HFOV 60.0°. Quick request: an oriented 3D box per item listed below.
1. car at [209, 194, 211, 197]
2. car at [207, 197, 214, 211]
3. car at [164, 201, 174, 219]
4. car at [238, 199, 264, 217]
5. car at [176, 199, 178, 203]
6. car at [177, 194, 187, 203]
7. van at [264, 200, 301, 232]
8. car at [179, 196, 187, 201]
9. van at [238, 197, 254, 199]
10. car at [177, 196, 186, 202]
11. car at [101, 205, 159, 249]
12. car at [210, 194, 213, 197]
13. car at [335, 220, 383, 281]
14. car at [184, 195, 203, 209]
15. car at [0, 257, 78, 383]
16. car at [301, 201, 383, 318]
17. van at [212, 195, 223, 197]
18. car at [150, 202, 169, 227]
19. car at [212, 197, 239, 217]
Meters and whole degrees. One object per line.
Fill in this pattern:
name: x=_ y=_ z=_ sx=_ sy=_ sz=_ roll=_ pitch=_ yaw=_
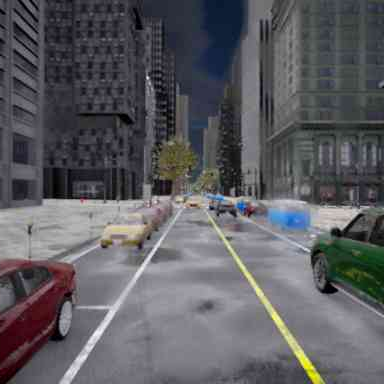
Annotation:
car: x=6.087 y=1.718 z=85.709 sx=1.887 sy=1.381 sz=4.507 roll=0 pitch=0 yaw=0
car: x=3.162 y=1.635 z=41.852 sx=1.994 sy=1.385 sz=4.181 roll=0 pitch=0 yaw=1
car: x=-2.684 y=1.568 z=25.900 sx=1.887 sy=1.381 sz=4.507 roll=0 pitch=0 yaw=0
car: x=5.891 y=1.611 z=31.374 sx=1.887 sy=1.381 sz=4.507 roll=0 pitch=0 yaw=0
car: x=-2.664 y=1.575 z=31.425 sx=1.887 sy=1.381 sz=4.507 roll=0 pitch=0 yaw=0
car: x=-2.507 y=1.626 z=69.348 sx=1.752 sy=1.417 sz=4.829 roll=0 pitch=0 yaw=0
van: x=5.848 y=1.392 z=20.325 sx=1.690 sy=1.788 sz=3.998 roll=0 pitch=0 yaw=0
car: x=-2.419 y=1.701 z=90.676 sx=2.008 sy=1.369 sz=4.403 roll=0 pitch=0 yaw=0
van: x=5.914 y=1.416 z=36.899 sx=1.690 sy=1.788 sz=3.998 roll=0 pitch=0 yaw=0
car: x=-2.460 y=1.669 z=80.098 sx=1.887 sy=1.381 sz=4.507 roll=0 pitch=0 yaw=0
car: x=-2.725 y=1.533 z=14.679 sx=1.752 sy=1.417 sz=4.829 roll=0 pitch=0 yaw=0
car: x=6.066 y=1.726 z=80.296 sx=1.947 sy=1.339 sz=4.313 roll=0 pitch=0 yaw=0
car: x=5.801 y=1.618 z=9.274 sx=1.802 sy=1.307 sz=4.206 roll=0 pitch=0 yaw=0
car: x=0.173 y=1.545 z=47.021 sx=1.882 sy=1.535 sz=5.008 roll=0 pitch=0 yaw=0
car: x=-2.765 y=1.538 z=3.798 sx=1.887 sy=1.381 sz=4.507 roll=0 pitch=0 yaw=0
car: x=3.914 y=1.248 z=5.726 sx=2.150 sy=2.045 sz=5.566 roll=0 pitch=0 yaw=0
van: x=6.047 y=1.489 z=74.884 sx=1.690 sy=1.788 sz=3.998 roll=0 pitch=0 yaw=0
car: x=-2.705 y=1.560 z=20.375 sx=1.887 sy=1.381 sz=4.507 roll=0 pitch=0 yaw=0
car: x=3.169 y=1.560 z=31.878 sx=1.837 sy=1.490 sz=4.892 roll=0 pitch=0 yaw=1
